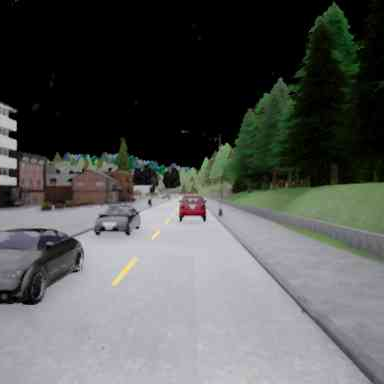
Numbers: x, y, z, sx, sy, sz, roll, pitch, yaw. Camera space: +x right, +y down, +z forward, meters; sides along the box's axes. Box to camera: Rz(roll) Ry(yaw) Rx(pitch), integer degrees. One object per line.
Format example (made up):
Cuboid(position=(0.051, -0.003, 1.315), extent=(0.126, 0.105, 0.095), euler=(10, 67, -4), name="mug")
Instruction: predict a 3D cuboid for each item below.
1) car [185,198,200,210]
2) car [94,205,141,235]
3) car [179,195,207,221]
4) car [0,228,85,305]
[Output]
Cuboid(position=(0.057, 1.547, 44.527), extent=(1.882, 1.535, 5.008), euler=(0, 0, 0), name="car")
Cuboid(position=(-4.086, 1.523, 18.887), extent=(2.128, 1.511, 4.902), euler=(0, 0, 0), name="car")
Cuboid(position=(0.057, 1.267, 27.871), extent=(2.150, 2.045, 5.566), euler=(0, 0, 0), name="car")
Cuboid(position=(-4.100, 1.578, 7.982), extent=(1.994, 1.385, 4.181), euler=(0, 0, 0), name="car")
